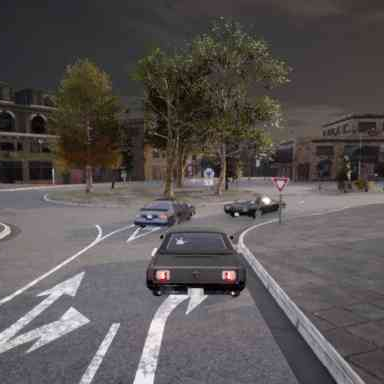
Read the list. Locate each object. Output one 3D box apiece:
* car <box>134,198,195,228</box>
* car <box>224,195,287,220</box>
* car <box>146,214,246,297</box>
[{"bbox_3d":[-1.320,1.036,18.024,2.033,1.411,5.357,1,4,15],"label":"car"},{"bbox_3d":[4.117,0.868,20.961,1.895,1.301,4.718,4,6,42],"label":"car"},{"bbox_3d":[0.119,1.496,8.345,1.895,1.301,4.718,0,2,1],"label":"car"}]
